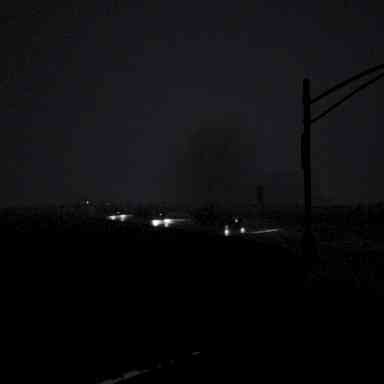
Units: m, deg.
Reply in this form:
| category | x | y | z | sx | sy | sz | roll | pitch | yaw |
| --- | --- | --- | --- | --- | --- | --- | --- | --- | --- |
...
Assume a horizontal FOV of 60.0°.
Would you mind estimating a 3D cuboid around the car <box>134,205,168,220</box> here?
| category | x | y | z | sx | sy | sz | roll | pitch | yaw |
| --- | --- | --- | --- | --- | --- | --- | --- | --- | --- |
| car | -4.168 | 1.981 | 33.243 | 1.994 | 1.385 | 4.181 | -1 | 0 | -37 |

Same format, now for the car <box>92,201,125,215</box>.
| category | x | y | z | sx | sy | sz | roll | pitch | yaw |
| --- | --- | --- | --- | --- | --- | --- | --- | --- | --- |
| car | -10.315 | 2.110 | 41.843 | 2.033 | 1.411 | 5.357 | -1 | 0 | -35 |

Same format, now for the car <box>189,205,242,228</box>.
| category | x | y | z | sx | sy | sz | roll | pitch | yaw |
| --- | --- | --- | --- | --- | --- | --- | --- | --- | --- |
| car | 1.662 | 1.771 | 25.126 | 2.128 | 1.511 | 4.902 | -1 | 0 | -36 |

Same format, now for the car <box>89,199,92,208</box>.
| category | x | y | z | sx | sy | sz | roll | pitch | yaw |
| --- | --- | --- | --- | --- | --- | --- | --- | --- | --- |
| car | -14.369 | 2.153 | 53.812 | 2.128 | 1.511 | 4.902 | -1 | 0 | -35 |

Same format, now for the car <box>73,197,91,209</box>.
| category | x | y | z | sx | sy | sz | roll | pitch | yaw |
| --- | --- | --- | --- | --- | --- | --- | --- | --- | --- |
| car | -20.425 | 2.028 | 62.250 | 2.150 | 2.045 | 5.566 | -1 | 0 | -36 |
